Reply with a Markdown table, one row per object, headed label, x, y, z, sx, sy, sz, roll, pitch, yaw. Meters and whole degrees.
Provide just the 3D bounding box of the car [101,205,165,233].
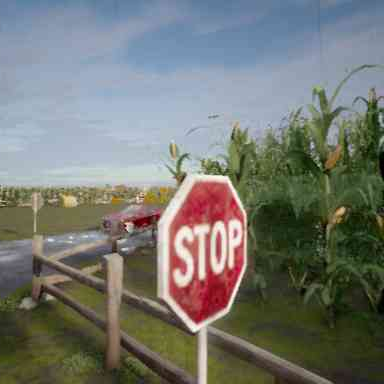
| label | x | y | z | sx | sy | sz | roll | pitch | yaw |
| --- | --- | --- | --- | --- | --- | --- | --- | --- | --- |
| car | -3.569 | 1.625 | 21.134 | 1.882 | 1.535 | 5.008 | 0 | 0 | 29 |
